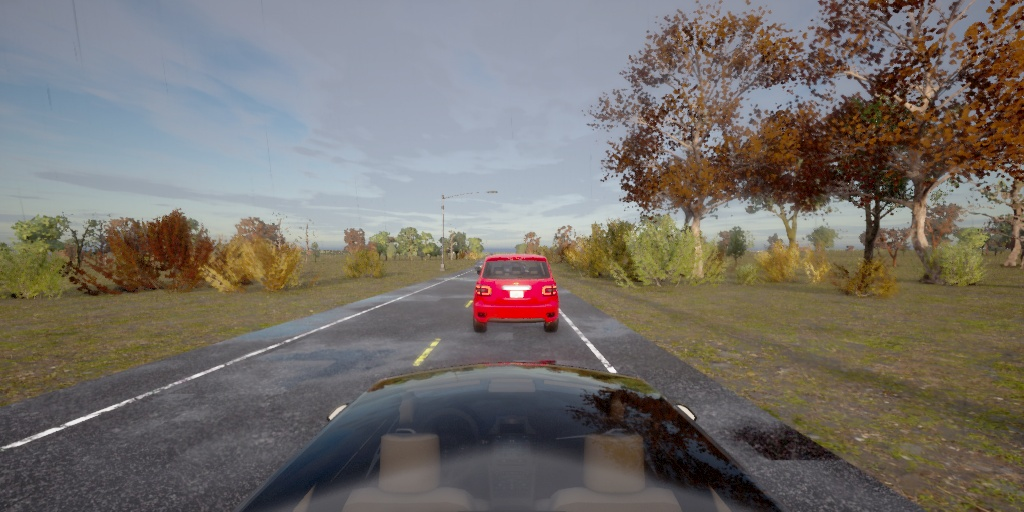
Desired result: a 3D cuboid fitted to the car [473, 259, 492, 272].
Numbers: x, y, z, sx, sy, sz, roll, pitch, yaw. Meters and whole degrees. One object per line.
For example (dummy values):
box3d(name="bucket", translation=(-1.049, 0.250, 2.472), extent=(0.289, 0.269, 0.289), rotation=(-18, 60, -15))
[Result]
box3d(name="car", translation=(-3.820, 1.226, 46.631), extent=(2.128, 1.511, 4.902), rotation=(0, 0, -1))

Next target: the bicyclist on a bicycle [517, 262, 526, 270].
box3d(name="bicyclist on a bicycle", translation=(0.873, 1.109, 30.073), extent=(0.659, 1.776, 1.843), rotation=(0, 0, 0))

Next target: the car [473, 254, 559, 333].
box3d(name="car", translation=(0.083, 0.968, 10.894), extent=(2.150, 2.045, 5.566), rotation=(0, 0, -1))
